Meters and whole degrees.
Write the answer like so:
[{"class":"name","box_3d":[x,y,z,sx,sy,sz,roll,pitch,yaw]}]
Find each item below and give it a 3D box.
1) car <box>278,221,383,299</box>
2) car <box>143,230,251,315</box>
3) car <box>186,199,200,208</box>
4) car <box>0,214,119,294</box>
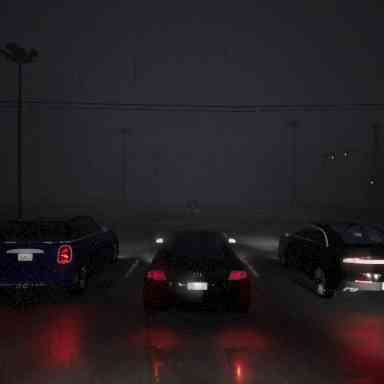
[{"class":"car","box_3d":[3.595,1.492,8.447,2.128,1.511,4.902,0,0,0]},{"class":"car","box_3d":[0.092,1.564,7.636,1.994,1.385,4.181,0,0,0]},{"class":"car","box_3d":[0.078,1.601,46.410,1.895,1.301,4.718,0,0,0]},{"class":"car","box_3d":[-3.406,1.352,8.929,2.097,1.767,4.553,0,0,0]}]
